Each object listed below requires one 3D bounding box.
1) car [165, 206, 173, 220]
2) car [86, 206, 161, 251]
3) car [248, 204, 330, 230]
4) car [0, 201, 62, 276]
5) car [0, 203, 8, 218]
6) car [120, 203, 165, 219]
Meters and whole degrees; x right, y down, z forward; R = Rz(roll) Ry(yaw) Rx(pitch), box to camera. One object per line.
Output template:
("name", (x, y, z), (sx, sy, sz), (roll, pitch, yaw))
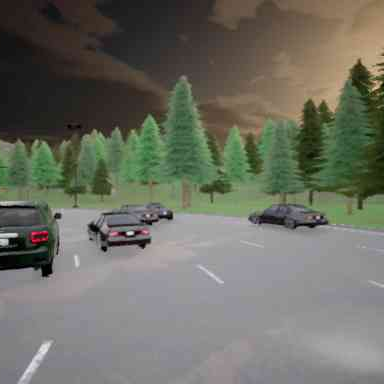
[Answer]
("car", (-3.324, 1.576, 26.825), (1.994, 1.385, 4.181), (-1, 0, -40))
("car", (-3.329, 1.574, 14.444), (2.033, 1.411, 5.357), (-1, 0, -25))
("car", (5.685, 1.449, 20.305), (2.033, 1.411, 5.357), (-1, 0, -28))
("car", (-5.358, 1.279, 10.284), (2.150, 2.045, 5.566), (0, 0, -20))
("car", (-20.439, 1.777, 32.602), (5.357, 1.411, 2.033), (-1, 0, 34))
("car", (-4.344, 1.578, 23.015), (2.033, 1.411, 5.357), (-1, 0, -38))
